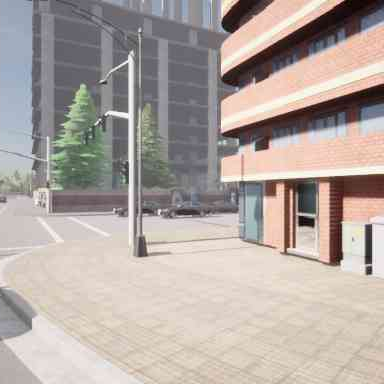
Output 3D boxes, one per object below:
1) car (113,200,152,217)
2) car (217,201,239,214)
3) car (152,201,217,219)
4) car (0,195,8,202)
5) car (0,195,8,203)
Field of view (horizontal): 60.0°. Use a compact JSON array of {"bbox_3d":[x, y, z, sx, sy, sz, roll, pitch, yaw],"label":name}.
[{"bbox_3d":[-4.962,1.547,31.531,4.902,1.511,2.128,0,0,-27],"label":"car"},{"bbox_3d":[2.998,1.619,35.541,4.181,1.385,1.994,0,0,-27],"label":"car"},{"bbox_3d":[-0.654,1.547,29.781,4.902,1.511,2.128,0,0,-27],"label":"car"},{"bbox_3d":[-42.553,1.500,74.788,1.837,1.490,4.892,0,0,-27],"label":"car"},{"bbox_3d":[-38.018,1.595,65.938,1.895,1.301,4.718,0,0,-27],"label":"car"}]
